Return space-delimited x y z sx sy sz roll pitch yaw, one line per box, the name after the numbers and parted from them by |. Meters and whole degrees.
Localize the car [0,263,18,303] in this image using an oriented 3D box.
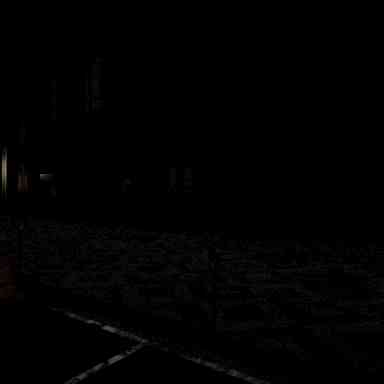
-5.461 1.526 6.877 4.829 1.417 1.752 0 0 36 | car
